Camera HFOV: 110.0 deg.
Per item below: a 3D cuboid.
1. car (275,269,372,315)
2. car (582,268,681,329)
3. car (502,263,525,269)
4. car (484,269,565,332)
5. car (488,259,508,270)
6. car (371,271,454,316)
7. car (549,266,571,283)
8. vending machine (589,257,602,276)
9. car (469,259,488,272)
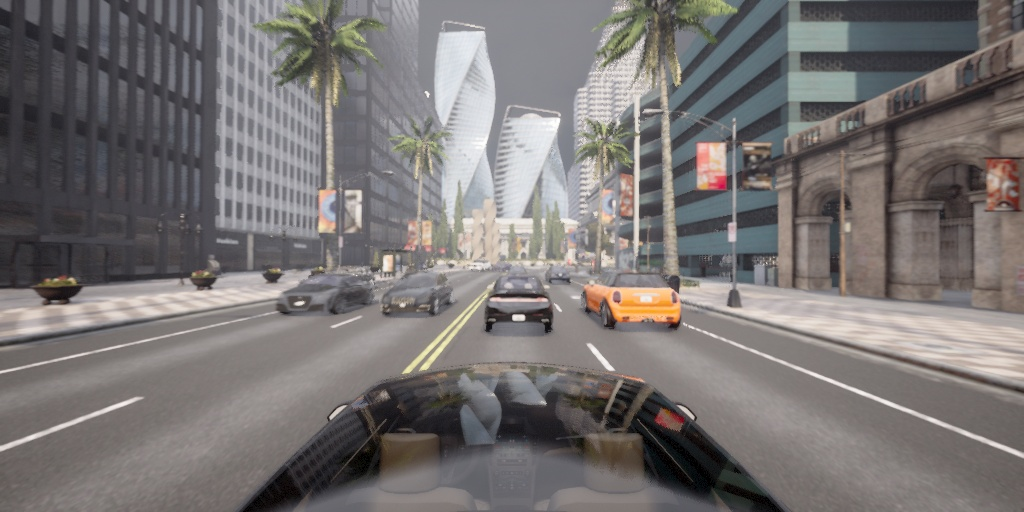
[{"bbox_3d":[-6.970,1.387,13.786,1.994,1.385,4.181,0,-1,1],"label":"car"},{"bbox_3d":[3.708,1.222,11.948,2.097,1.767,4.553,0,-1,1],"label":"car"},{"bbox_3d":[0.460,1.587,31.662,2.033,1.411,5.357,0,-1,1],"label":"car"},{"bbox_3d":[0.198,1.334,11.272,2.128,1.511,4.902,0,-1,1],"label":"car"},{"bbox_3d":[-1.685,1.606,55.334,2.097,1.767,4.553,0,-1,14],"label":"car"},{"bbox_3d":[-3.468,1.350,13.900,1.837,1.490,4.892,0,-1,1],"label":"car"},{"bbox_3d":[3.959,1.607,31.562,2.033,1.411,5.357,0,-1,1],"label":"car"},{"bbox_3d":[12.376,1.511,53.016,1.100,2.100,0.880,0,0,15],"label":"vending machine"},{"bbox_3d":[-5.039,1.466,56.825,2.150,2.045,5.566,0,0,14],"label":"car"}]
